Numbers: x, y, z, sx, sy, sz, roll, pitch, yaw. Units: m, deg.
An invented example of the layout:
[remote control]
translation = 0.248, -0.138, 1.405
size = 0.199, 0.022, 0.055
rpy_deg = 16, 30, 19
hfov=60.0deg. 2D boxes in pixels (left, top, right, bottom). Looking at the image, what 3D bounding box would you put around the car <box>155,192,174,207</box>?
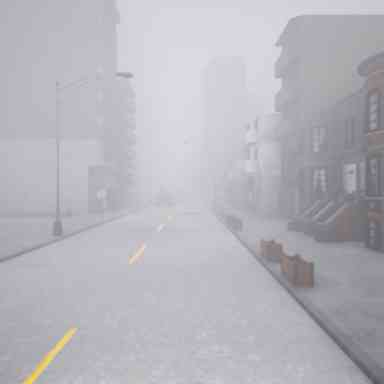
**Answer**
[car]
translation = -3.879, 0.999, 47.465
size = 2.150, 2.045, 5.566
rpy_deg = 0, 0, 2
